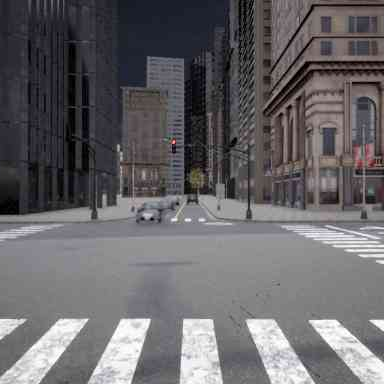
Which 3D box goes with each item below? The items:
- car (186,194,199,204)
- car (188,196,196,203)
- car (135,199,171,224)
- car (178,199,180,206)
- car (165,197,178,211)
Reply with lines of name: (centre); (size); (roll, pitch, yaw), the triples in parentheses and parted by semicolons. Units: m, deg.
car: (0.102, 1.340, 64.856); (2.150, 2.045, 5.566); (0, 0, 0)
car: (0.000, 1.657, 75.286); (1.837, 1.490, 4.892); (0, 0, 0)
car: (-3.058, 1.516, 25.232); (2.128, 1.511, 4.902); (0, 0, 0)
car: (-3.049, 1.568, 55.285); (1.882, 1.535, 5.008); (0, 0, 0)
car: (-3.064, 1.561, 41.134); (1.837, 1.490, 4.892); (0, 0, 0)
